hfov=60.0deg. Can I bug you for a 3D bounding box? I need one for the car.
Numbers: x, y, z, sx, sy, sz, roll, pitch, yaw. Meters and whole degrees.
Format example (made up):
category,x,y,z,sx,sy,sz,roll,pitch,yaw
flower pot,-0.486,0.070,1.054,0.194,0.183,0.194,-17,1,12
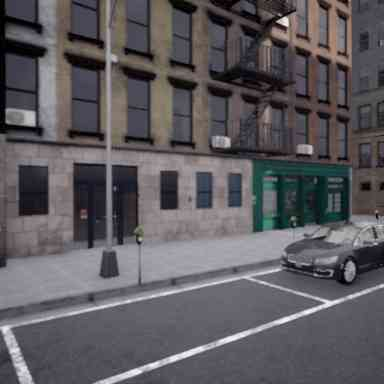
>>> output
category,x,y,z,sx,sy,sz,roll,pitch,yaw
car,4.347,1.515,9.292,4.403,1.369,2.008,0,0,-36
